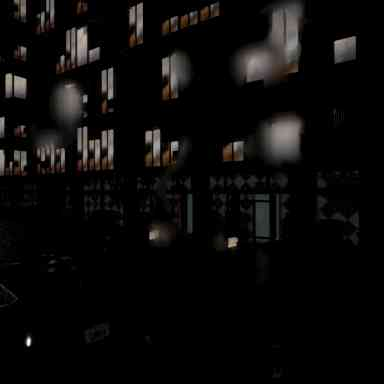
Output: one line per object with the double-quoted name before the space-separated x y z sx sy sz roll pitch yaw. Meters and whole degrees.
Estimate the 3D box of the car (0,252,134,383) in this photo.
"car" -2.717 1.566 4.824 4.313 1.339 1.947 0 0 36
